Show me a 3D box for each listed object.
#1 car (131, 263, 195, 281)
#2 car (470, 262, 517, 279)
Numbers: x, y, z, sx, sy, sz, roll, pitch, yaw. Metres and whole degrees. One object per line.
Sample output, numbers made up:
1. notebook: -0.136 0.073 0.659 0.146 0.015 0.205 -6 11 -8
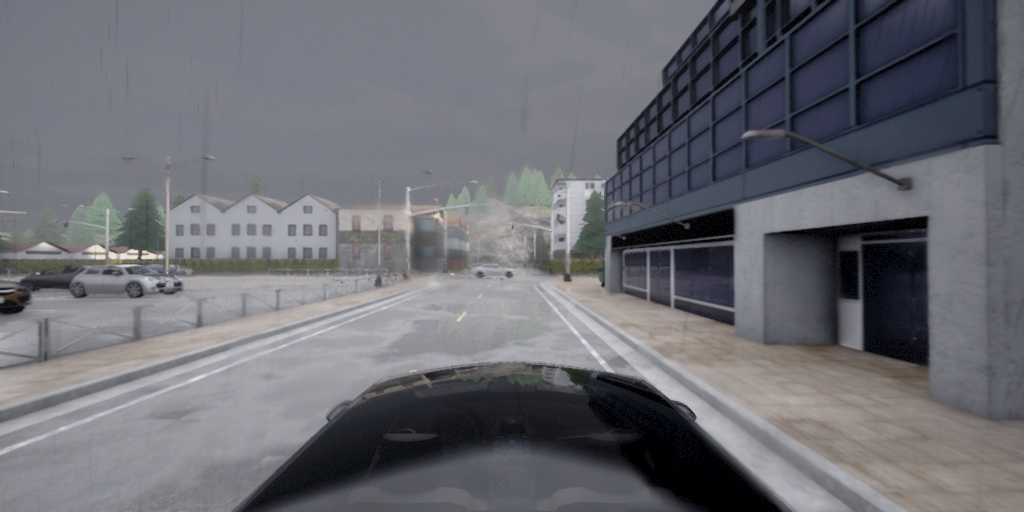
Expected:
1. car: -34.677 1.432 35.996 4.674 1.442 1.812 0 -1 0
2. car: -1.829 1.472 35.937 4.674 1.442 1.812 0 -1 0
